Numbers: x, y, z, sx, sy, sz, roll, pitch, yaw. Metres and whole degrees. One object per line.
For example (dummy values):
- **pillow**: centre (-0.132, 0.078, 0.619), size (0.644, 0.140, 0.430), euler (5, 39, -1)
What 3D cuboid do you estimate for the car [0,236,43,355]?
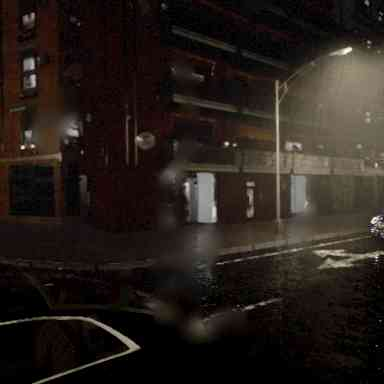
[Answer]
- **car**: centre (-4.489, 1.574, 4.501), size (4.181, 1.385, 1.994), euler (-1, 0, -36)

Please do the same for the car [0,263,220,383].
- **car**: centre (-2.030, 1.510, 2.265), size (4.892, 1.490, 1.837), euler (-1, 0, -36)

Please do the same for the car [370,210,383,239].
- **car**: centre (10.061, 1.216, 15.176), size (4.553, 1.767, 2.097), euler (-1, 0, -37)
